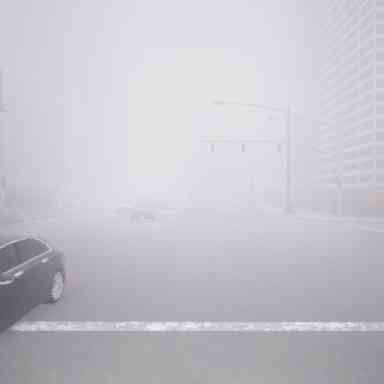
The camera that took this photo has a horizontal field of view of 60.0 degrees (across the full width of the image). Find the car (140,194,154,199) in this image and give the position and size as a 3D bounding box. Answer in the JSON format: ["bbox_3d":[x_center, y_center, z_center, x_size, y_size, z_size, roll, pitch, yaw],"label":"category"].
[{"bbox_3d":[-7.190,1.502,49.150,1.837,1.490,4.892,0,1,0],"label":"car"}]

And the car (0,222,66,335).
[{"bbox_3d":[-3.610,1.504,5.317,1.837,1.490,4.892,0,0,0],"label":"car"}]

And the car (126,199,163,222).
[{"bbox_3d":[-3.651,1.525,26.340,1.812,1.442,4.674,0,0,0],"label":"car"}]

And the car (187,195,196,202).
[{"bbox_3d":[-0.143,1.381,74.524,1.994,1.385,4.181,0,0,0],"label":"car"}]

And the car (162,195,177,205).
[{"bbox_3d":[-3.690,1.491,58.945,2.128,1.511,4.902,0,0,0],"label":"car"}]

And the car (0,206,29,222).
[{"bbox_3d":[-13.294,1.547,20.947,5.357,1.411,2.033,0,0,-16],"label":"car"}]

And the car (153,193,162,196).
[{"bbox_3d":[-7.132,1.243,68.776,2.150,2.045,5.566,0,0,0],"label":"car"}]

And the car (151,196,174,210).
[{"bbox_3d":[-3.676,1.563,41.443,1.994,1.385,4.181,0,0,0],"label":"car"}]

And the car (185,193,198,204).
[{"bbox_3d":[-0.122,1.221,63.853,2.150,2.045,5.566,0,0,0],"label":"car"}]

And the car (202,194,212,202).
[{"bbox_3d":[3.360,1.355,74.675,2.097,1.767,4.553,0,0,0],"label":"car"}]

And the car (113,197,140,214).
[{"bbox_3d":[-7.170,1.525,35.838,1.812,1.442,4.674,0,0,0],"label":"car"}]

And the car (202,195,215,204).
[{"bbox_3d":[3.473,1.525,64.772,1.812,1.442,4.674,0,0,0],"label":"car"}]
